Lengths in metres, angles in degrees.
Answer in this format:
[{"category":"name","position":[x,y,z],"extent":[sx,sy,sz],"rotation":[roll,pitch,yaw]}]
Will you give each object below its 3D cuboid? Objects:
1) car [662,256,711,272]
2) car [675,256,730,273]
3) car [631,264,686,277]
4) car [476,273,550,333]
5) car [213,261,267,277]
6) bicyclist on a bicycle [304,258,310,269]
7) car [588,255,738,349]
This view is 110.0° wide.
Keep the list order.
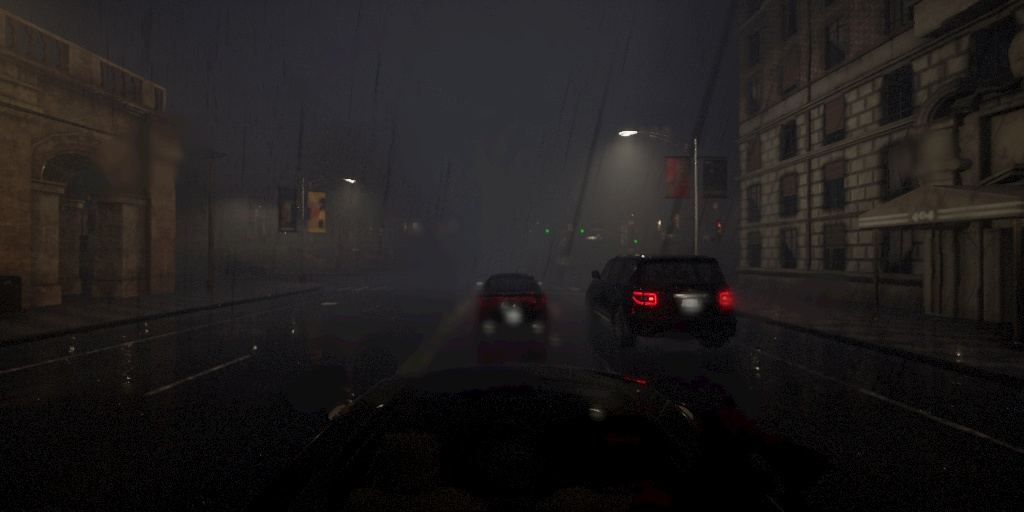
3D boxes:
[{"category":"car","position":[23.169,1.068,47.712],"extent":[5.566,2.045,2.150],"rotation":[0,0,0]},{"category":"car","position":[23.376,1.060,44.202],"extent":[5.566,2.045,2.150],"rotation":[0,0,1]},{"category":"car","position":[14.620,1.423,35.967],"extent":[4.718,1.301,1.895],"rotation":[0,0,0]},{"category":"car","position":[-0.020,1.247,10.894],"extent":[1.882,1.535,5.008],"rotation":[0,0,-1]},{"category":"car","position":[-27.193,1.301,35.689],"extent":[5.008,1.535,1.882],"rotation":[0,0,0]},{"category":"bicyclist on a bicycle","position":[-31.592,1.166,55.143],"extent":[0.582,1.620,1.656],"rotation":[0,0,0]},{"category":"car","position":[3.454,0.988,9.384],"extent":[2.150,2.045,5.566],"rotation":[0,0,2]}]
